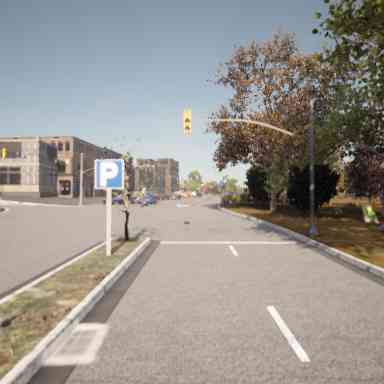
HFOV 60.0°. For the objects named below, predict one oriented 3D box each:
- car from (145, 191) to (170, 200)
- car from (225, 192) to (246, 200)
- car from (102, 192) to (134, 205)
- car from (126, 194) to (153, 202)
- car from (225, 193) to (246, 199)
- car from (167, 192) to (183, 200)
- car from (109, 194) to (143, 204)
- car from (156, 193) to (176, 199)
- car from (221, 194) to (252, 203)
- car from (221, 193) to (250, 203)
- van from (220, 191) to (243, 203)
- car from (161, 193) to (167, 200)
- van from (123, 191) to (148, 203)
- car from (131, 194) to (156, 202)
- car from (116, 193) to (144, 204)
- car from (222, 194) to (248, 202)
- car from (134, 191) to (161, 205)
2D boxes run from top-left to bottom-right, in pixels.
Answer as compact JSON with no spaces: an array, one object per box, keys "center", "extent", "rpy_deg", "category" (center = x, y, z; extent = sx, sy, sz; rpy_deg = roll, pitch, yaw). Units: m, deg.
[{"center":[-8.148,0.879,79.003],"extent":[5.566,2.045,2.435],"rpy_deg":[-1,0,-12],"category":"car"},{"center":[10.213,0.941,78.228],"extent":[4.553,1.767,2.185],"rpy_deg":[0,1,-11],"category":"car"},{"center":[-11.543,1.231,52.057],"extent":[4.792,1.488,2.163],"rpy_deg":[-1,0,-15],"category":"car"},{"center":[-10.133,1.168,64.015],"extent":[4.892,1.521,2.231],"rpy_deg":[-1,0,-14],"category":"car"},{"center":[11.047,1.077,84.070],"extent":[4.792,1.488,2.163],"rpy_deg":[0,1,-11],"category":"car"},{"center":[-3.840,1.160,75.580],"extent":[1.812,1.442,4.674],"rpy_deg":[0,0,8],"category":"car"},{"center":[-10.904,1.181,55.050],"extent":[5.366,1.575,1.946],"rpy_deg":[-1,0,-15],"category":"car"},{"center":[-6.778,1.108,87.945],"extent":[5.008,1.535,2.097],"rpy_deg":[-1,0,-11],"category":"car"},{"center":[8.089,1.119,60.649],"extent":[5.366,1.575,1.946],"rpy_deg":[1,0,-13],"category":"car"},{"center":[7.558,1.003,57.654],"extent":[4.553,1.767,2.185],"rpy_deg":[1,0,-14],"category":"car"},{"center":[7.180,0.911,54.684],"extent":[4.442,1.987,1.878],"rpy_deg":[1,0,-14],"category":"van"},{"center":[-8.594,1.178,75.997],"extent":[4.674,1.452,2.002],"rpy_deg":[-1,0,-12],"category":"car"},{"center":[-10.355,0.946,61.043],"extent":[4.442,1.987,1.878],"rpy_deg":[-1,0,-14],"category":"van"},{"center":[-9.765,1.199,67.011],"extent":[4.674,1.452,2.002],"rpy_deg":[-1,0,-13],"category":"car"},{"center":[-10.815,1.055,58.002],"extent":[4.553,1.767,2.185],"rpy_deg":[-1,0,-14],"category":"car"},{"center":[8.594,1.143,66.489],"extent":[4.674,1.452,2.002],"rpy_deg":[1,0,-13],"category":"car"},{"center":[-6.702,1.026,50.609],"extent":[2.150,2.045,5.566],"rpy_deg":[0,2,5],"category":"car"}]
